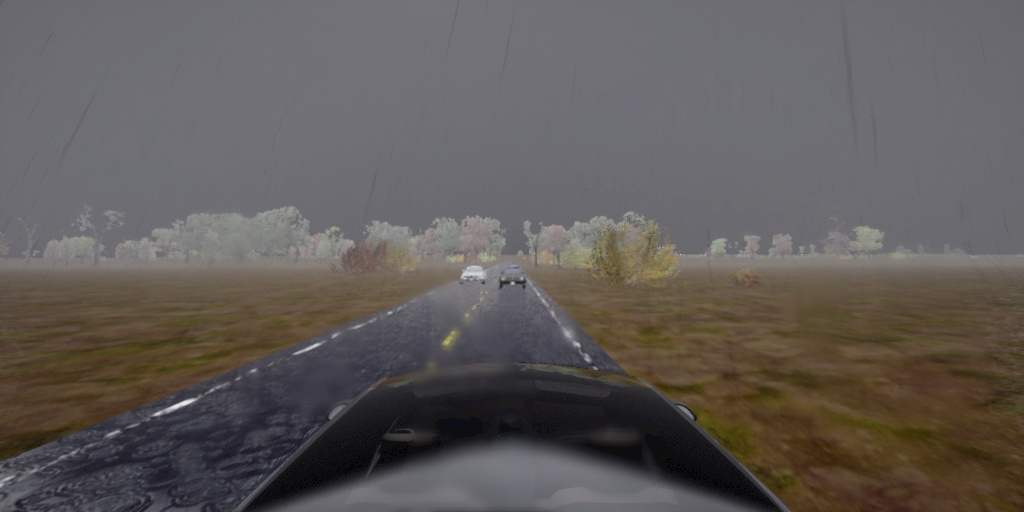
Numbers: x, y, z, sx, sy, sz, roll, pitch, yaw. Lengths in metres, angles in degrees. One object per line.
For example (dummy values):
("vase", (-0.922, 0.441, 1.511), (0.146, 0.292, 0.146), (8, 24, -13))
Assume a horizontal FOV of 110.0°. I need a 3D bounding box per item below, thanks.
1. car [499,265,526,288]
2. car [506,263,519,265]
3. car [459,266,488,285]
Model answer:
("car", (0.051, 1.556, 26.006), (1.895, 1.301, 4.718), (0, 0, 1))
("car", (0.064, 1.551, 39.062), (2.128, 1.511, 4.902), (0, 0, 1))
("car", (-3.009, 1.506, 29.130), (1.812, 1.442, 4.674), (0, -1, 1))
